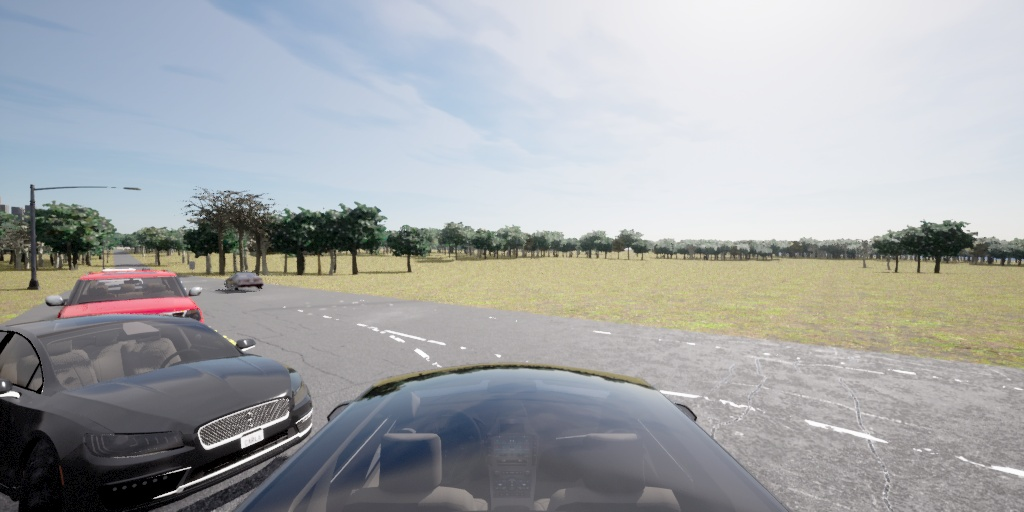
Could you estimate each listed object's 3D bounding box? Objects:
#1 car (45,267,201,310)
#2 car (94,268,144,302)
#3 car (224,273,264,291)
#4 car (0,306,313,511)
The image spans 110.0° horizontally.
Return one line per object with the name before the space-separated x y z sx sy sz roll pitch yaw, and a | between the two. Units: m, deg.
car | -9.310 1.386 8.766 5.566 2.045 2.150 -2 0 42
car | -27.585 1.891 25.203 5.566 2.045 2.150 -2 0 42
car | -22.454 2.102 29.998 5.357 1.411 2.033 -2 0 42
car | -4.488 1.445 4.028 4.892 1.490 1.837 -3 -3 22
